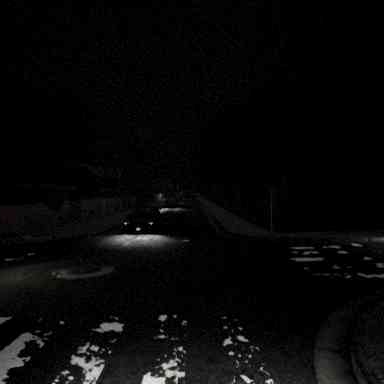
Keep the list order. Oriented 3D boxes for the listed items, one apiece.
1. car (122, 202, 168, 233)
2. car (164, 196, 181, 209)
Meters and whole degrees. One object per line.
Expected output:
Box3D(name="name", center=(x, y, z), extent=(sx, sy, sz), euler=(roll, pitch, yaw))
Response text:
Box3D(name="car", center=(-2.805, 1.555, 19.973), extent=(2.033, 1.411, 5.357), euler=(0, 0, 0))
Box3D(name="car", center=(-2.878, 1.518, 45.768), extent=(1.812, 1.442, 4.674), euler=(0, 0, 0))
